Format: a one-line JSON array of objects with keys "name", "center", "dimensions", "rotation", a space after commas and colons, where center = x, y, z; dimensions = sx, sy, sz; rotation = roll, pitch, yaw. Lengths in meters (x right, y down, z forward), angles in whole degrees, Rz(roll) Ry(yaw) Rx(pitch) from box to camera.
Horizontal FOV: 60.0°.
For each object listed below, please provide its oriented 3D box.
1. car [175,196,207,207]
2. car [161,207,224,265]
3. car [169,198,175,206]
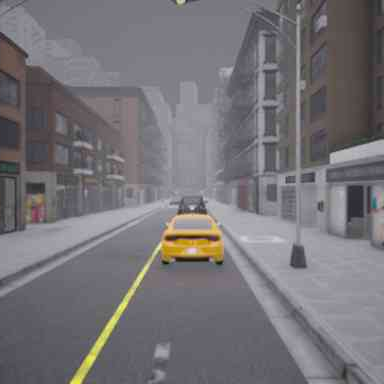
[{"name": "car", "center": [0.041, 1.286, 26.548], "dimensions": [2.150, 2.045, 5.566], "rotation": [0, 0, 1]}, {"name": "car", "center": [0.038, 1.505, 11.812], "dimensions": [1.882, 1.535, 5.008], "rotation": [0, 0, 1]}, {"name": "car", "center": [-2.788, 1.698, 57.301], "dimensions": [1.994, 1.385, 4.181], "rotation": [0, 0, 1]}]
